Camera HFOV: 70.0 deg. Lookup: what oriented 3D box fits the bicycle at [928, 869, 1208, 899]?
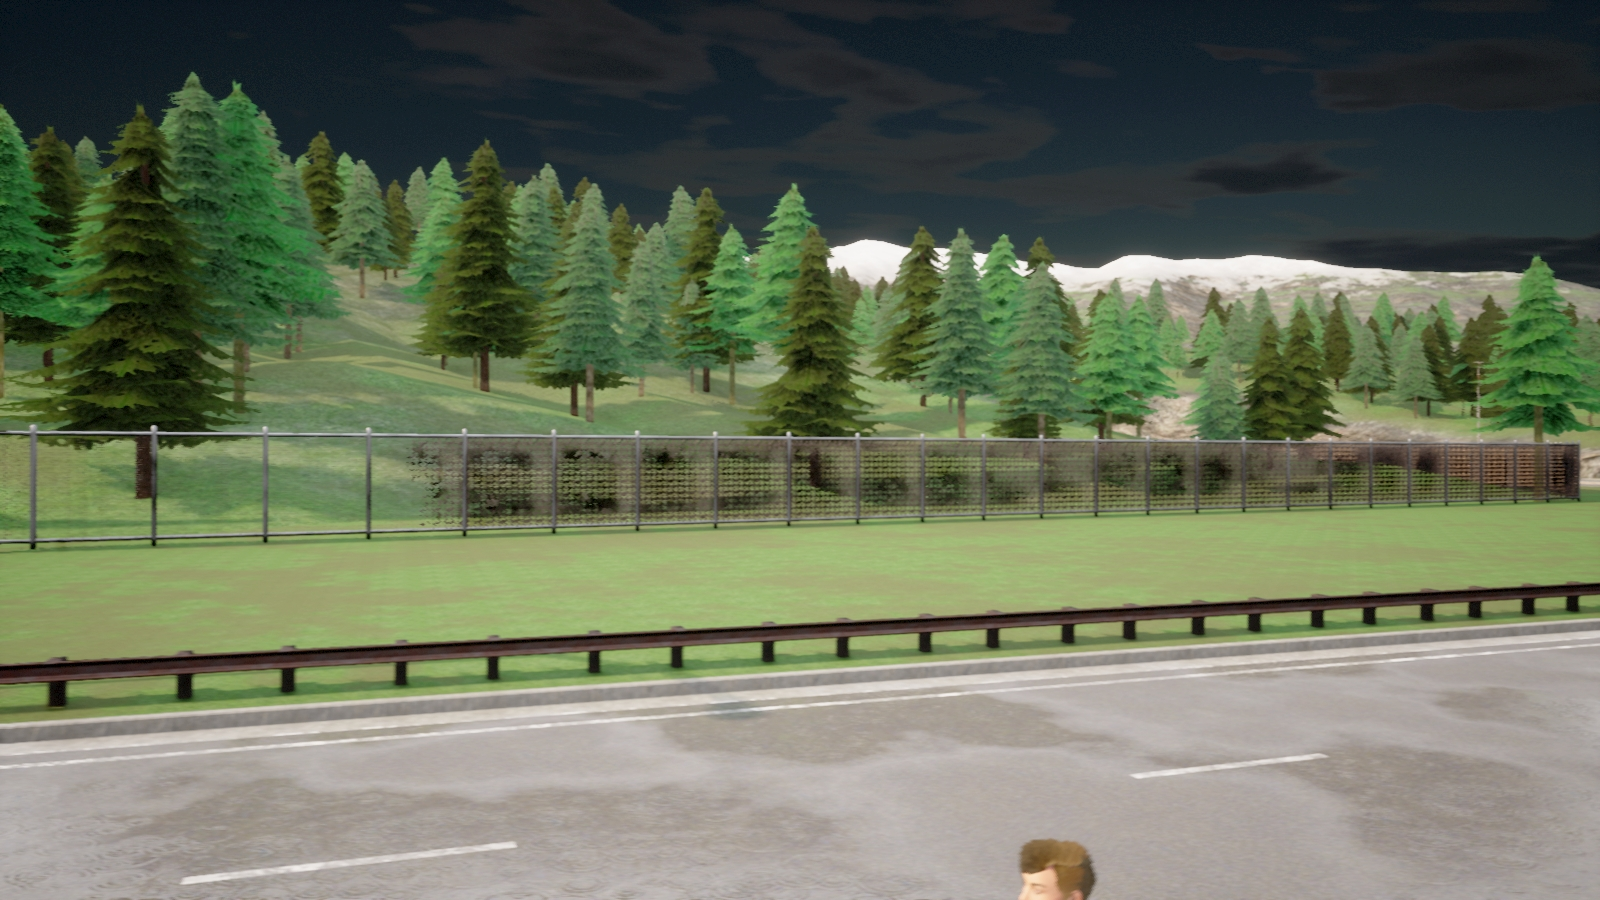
[{"bbox_3d":[0.720,2.163,3.516,1.487,1.277,0.859,0,0,-19],"label":"bicycle"}]
